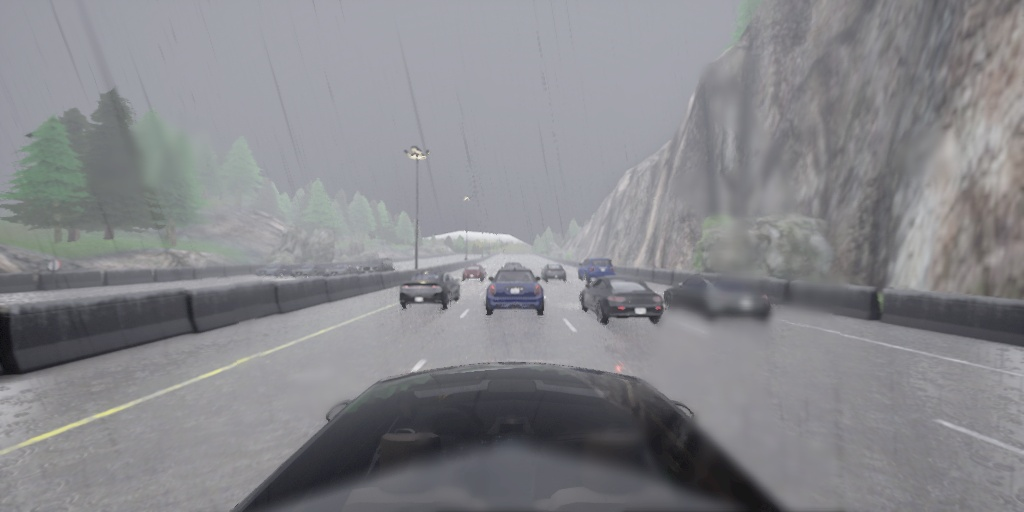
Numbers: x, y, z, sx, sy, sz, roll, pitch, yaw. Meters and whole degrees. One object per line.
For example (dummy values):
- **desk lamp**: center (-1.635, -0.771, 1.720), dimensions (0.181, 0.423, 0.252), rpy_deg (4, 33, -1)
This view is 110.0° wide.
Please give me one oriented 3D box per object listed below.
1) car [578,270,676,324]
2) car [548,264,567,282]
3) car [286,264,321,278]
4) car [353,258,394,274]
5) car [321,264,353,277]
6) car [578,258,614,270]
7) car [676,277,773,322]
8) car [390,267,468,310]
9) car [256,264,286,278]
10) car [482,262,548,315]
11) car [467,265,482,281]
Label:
- **car**: center (3.605, 1.394, 12.354), dimensions (1.812, 1.442, 4.674), rpy_deg (0, -1, 0)
- **car**: center (3.609, 1.470, 31.500), dimensions (2.128, 1.511, 4.902), rpy_deg (0, 0, 0)
- **car**: center (-21.082, 1.551, 37.485), dimensions (1.994, 1.385, 4.181), rpy_deg (0, 0, 0)
- **car**: center (-14.086, 1.208, 37.437), dimensions (2.150, 2.045, 5.566), rpy_deg (0, 0, 0)
- **car**: center (-17.583, 1.551, 37.480), dimensions (1.994, 1.385, 4.181), rpy_deg (0, 0, 0)
- **car**: center (7.108, 1.198, 30.691), dimensions (2.150, 2.045, 5.566), rpy_deg (0, 0, 0)
- **car**: center (7.104, 1.438, 12.863), dimensions (1.994, 1.385, 4.181), rpy_deg (0, -1, 0)
- **car**: center (-3.395, 1.389, 15.540), dimensions (2.128, 1.511, 4.902), rpy_deg (0, 0, 0)
- **car**: center (-24.580, 1.551, 37.488), dimensions (1.994, 1.385, 4.181), rpy_deg (0, 0, 0)
- **car**: center (0.104, 1.240, 14.470), dimensions (2.097, 1.767, 4.553), rpy_deg (0, 0, 0)
- **car**: center (-3.391, 1.507, 32.596), dimensions (1.812, 1.442, 4.674), rpy_deg (0, 0, 0)
